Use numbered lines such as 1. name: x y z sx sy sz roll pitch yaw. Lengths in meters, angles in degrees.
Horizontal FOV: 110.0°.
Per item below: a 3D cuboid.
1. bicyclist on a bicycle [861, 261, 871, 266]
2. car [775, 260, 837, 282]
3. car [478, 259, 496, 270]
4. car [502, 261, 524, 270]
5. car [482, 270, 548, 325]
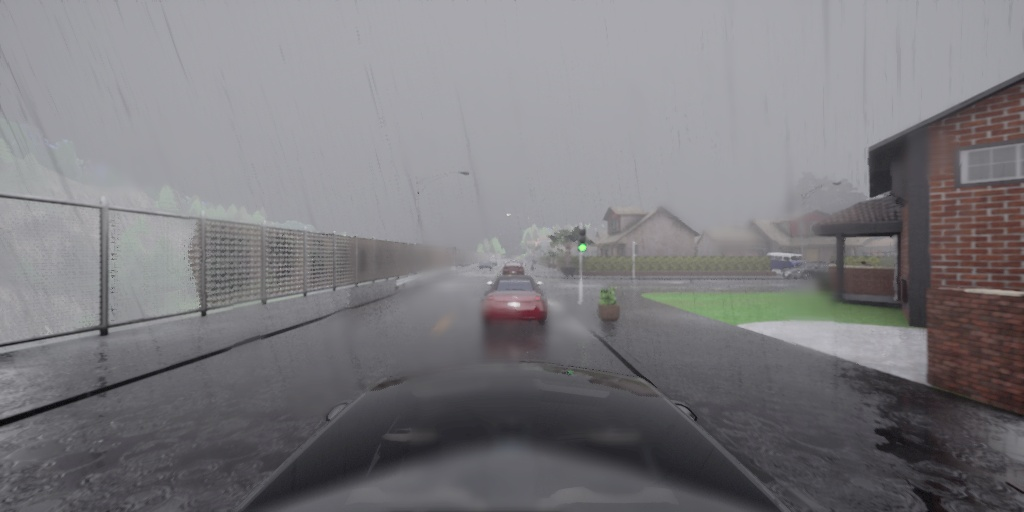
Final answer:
1. bicyclist on a bicycle: 20.305 1.114 20.548 0.582 1.620 1.656 0 0 0
2. car: 24.644 1.263 28.931 4.902 1.511 2.128 0 0 0
3. car: -4.007 1.337 54.825 2.033 1.411 5.357 0 0 1
4. car: 0.129 1.251 33.422 1.882 1.535 5.008 0 0 0
5. car: 0.093 1.321 11.938 1.994 1.385 4.181 0 0 0
